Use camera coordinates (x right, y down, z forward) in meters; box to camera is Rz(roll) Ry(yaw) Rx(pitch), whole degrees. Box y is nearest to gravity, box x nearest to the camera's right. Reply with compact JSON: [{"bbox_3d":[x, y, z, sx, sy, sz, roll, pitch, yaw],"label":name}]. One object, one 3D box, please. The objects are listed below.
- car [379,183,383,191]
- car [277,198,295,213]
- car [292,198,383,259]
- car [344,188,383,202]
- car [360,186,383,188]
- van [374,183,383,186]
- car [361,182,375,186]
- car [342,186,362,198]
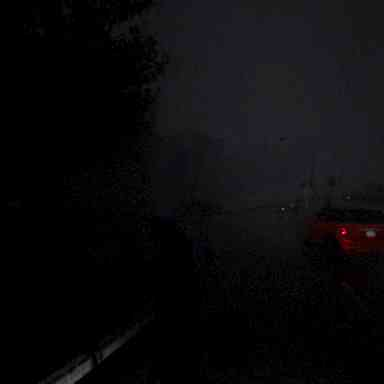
[{"bbox_3d":[40.585,-1.172,68.562,4.902,1.511,2.128,-4,2,-43],"label":"car"},{"bbox_3d":[10.439,1.329,34.707,1.812,1.442,4.674,-1,2,39],"label":"car"},{"bbox_3d":[5.539,1.296,12.370,2.097,1.767,4.553,1,0,1],"label":"car"},{"bbox_3d":[20.531,0.670,38.372,4.892,1.521,2.231,-1,2,27],"label":"car"},{"bbox_3d":[24.798,0.347,42.614,5.366,1.575,1.946,-1,2,27],"label":"car"},{"bbox_3d":[27.276,-0.044,44.558,4.442,1.987,1.878,-2,2,27],"label":"van"},{"bbox_3d":[32.970,-0.759,61.403,5.566,2.045,2.150,-4,2,-43],"label":"car"},{"bbox_3d":[22.940,0.384,47.334,4.674,1.442,1.812,-4,2,-43],"label":"car"}]
